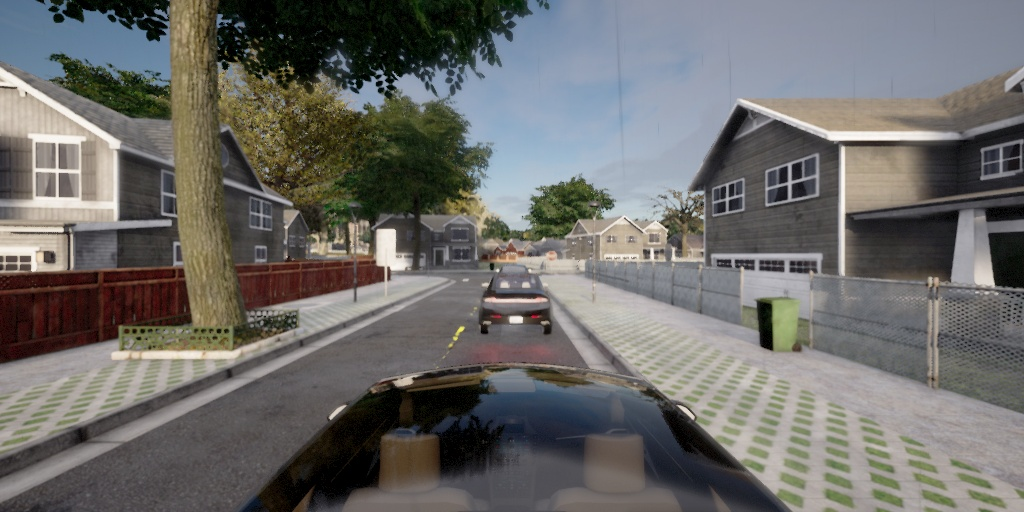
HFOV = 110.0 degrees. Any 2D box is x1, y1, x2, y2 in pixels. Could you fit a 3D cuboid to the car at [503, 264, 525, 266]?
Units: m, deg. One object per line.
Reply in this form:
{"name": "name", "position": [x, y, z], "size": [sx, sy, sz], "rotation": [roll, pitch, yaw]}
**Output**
{"name": "car", "position": [0.107, 1.182, 20.466], "size": [1.882, 1.535, 5.008], "rotation": [0, 0, 0]}

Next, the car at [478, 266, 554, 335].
{"name": "car", "position": [0.103, 1.220, 10.491], "size": [2.128, 1.511, 4.902], "rotation": [0, 0, 0]}

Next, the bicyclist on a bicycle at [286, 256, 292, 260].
{"name": "bicyclist on a bicycle", "position": [-22.328, 0.799, 35.939], "size": [0.582, 1.620, 1.656], "rotation": [0, 0, -12]}
